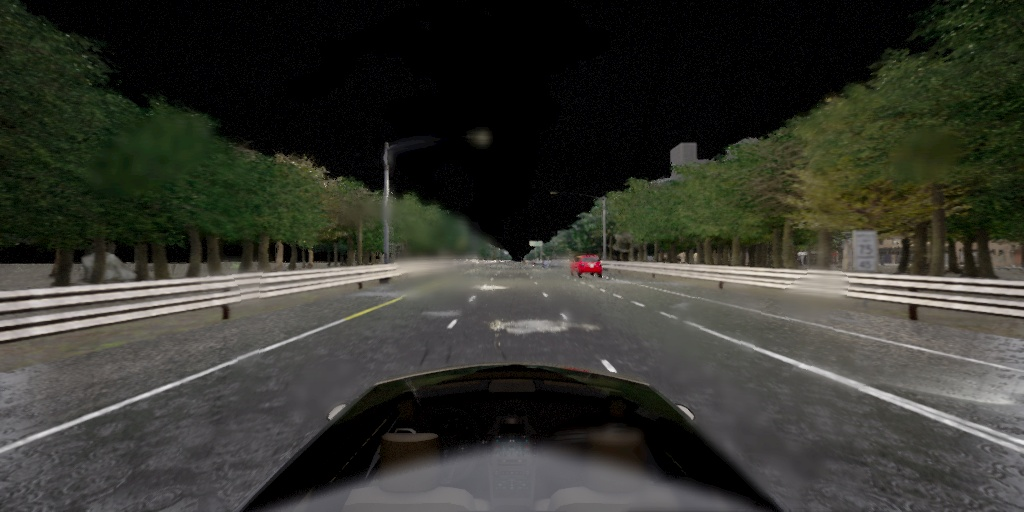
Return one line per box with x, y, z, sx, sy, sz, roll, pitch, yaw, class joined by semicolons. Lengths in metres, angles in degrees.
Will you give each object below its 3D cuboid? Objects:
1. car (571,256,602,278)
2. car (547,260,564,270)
7.031;0.979;34.196;2.150;2.045;5.566;0;0;0;car
7.119;1.442;57.287;1.994;1.385;4.181;0;0;0;car
